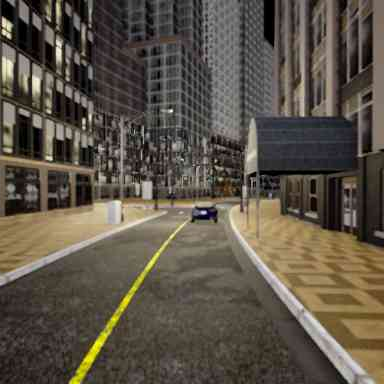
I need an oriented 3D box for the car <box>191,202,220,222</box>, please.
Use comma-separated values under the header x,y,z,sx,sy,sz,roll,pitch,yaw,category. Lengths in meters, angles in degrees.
x,y,z,sx,sy,sz,roll,pitch,yaw,category
1.053,1.481,25.568,2.163,1.488,4.792,0,0,6,car
